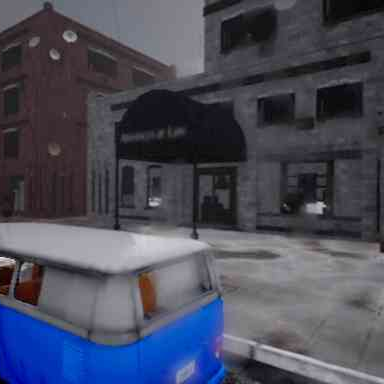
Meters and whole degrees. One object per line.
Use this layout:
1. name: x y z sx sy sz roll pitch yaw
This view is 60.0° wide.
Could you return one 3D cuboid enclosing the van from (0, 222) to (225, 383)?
1. van: -1.565 1.334 3.984 3.998 1.788 1.690 0 1 35
